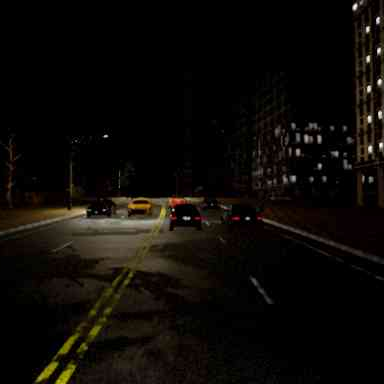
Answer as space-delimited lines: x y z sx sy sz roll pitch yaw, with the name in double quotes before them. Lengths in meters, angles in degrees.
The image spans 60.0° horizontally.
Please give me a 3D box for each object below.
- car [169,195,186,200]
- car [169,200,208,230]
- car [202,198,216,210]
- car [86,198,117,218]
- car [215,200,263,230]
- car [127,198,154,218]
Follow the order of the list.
"car" -1.824 1.093 41.556 2.097 1.767 4.553 0 0 -5
"car" -0.421 1.416 19.970 2.033 1.411 5.357 0 0 -2
"car" 1.873 1.328 36.309 2.033 1.411 5.357 0 0 -4
"car" -7.536 1.311 28.120 1.837 1.490 4.892 0 0 -4
"car" 2.844 1.421 19.934 2.033 1.411 5.357 0 0 -2
"car" -4.285 1.290 28.224 1.882 1.535 5.008 0 0 -4
